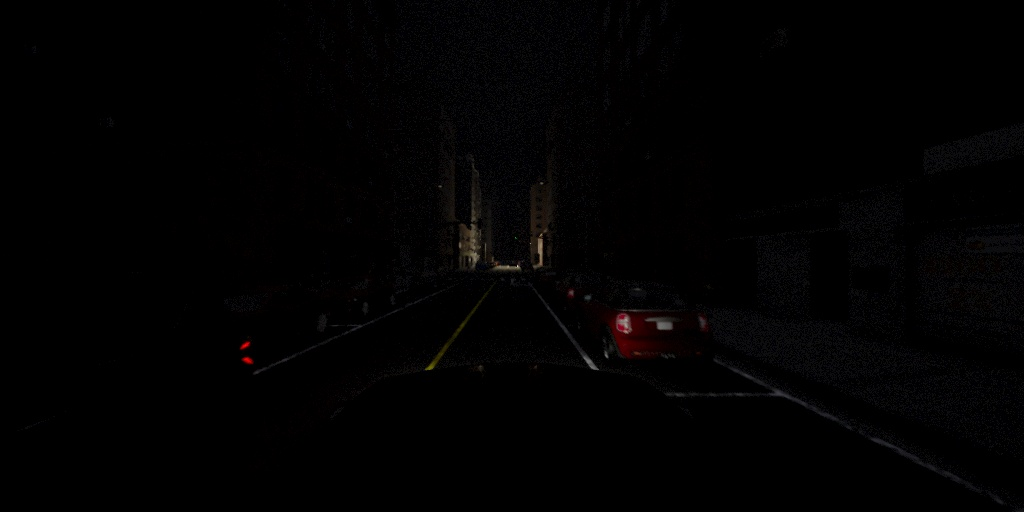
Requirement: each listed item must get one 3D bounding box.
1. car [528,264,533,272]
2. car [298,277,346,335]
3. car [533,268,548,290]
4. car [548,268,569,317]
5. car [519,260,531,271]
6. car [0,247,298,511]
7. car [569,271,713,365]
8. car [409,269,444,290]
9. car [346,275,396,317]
[{"bbox_3d":[2.672,1.624,30.562,2.007,1.370,4.403,0,0,0],"label":"car"},{"bbox_3d":[-5.857,1.367,8.177,1.888,1.381,4.507,0,0,0],"label":"car"},{"bbox_3d":[2.671,1.592,24.968,1.802,1.307,4.207,0,0,0],"label":"car"},{"bbox_3d":[2.670,1.324,13.780,1.967,1.591,4.097,0,0,0],"label":"car"},{"bbox_3d":[2.818,1.910,65.209,1.967,1.591,4.097,0,0,0],"label":"car"},{"bbox_3d":[-3.100,0.959,0.567,2.150,2.045,5.566,0,-1,0],"label":"car"},{"bbox_3d":[2.669,1.262,8.187,1.967,1.591,4.097,0,0,0],"label":"car"},{"bbox_3d":[-5.855,1.561,24.964,2.007,1.370,4.403,0,0,0],"label":"car"},{"bbox_3d":[-5.856,1.430,13.773,1.888,1.381,4.507,0,0,0],"label":"car"}]
